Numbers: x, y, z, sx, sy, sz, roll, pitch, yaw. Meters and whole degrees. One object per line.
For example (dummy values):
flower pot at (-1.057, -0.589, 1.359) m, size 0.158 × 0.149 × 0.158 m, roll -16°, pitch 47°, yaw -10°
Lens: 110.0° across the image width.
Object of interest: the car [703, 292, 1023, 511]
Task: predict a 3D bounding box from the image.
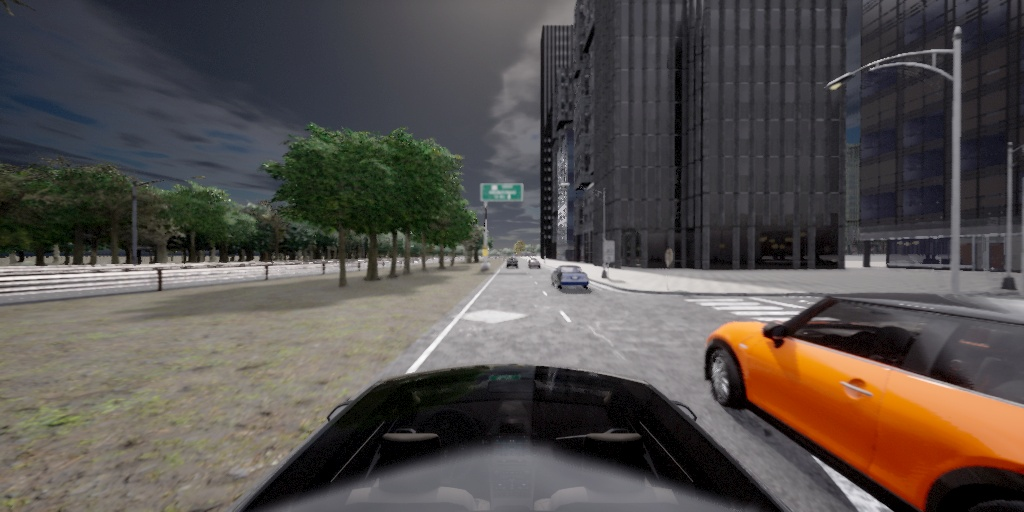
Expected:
car at (3.708, 1.103, 3.289) m, size 2.097 × 1.767 × 4.553 m, roll 0°, pitch 0°, yaw 3°

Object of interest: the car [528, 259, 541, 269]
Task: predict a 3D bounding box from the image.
car at (3.532, 1.227, 56.660) m, size 2.033 × 1.411 × 5.357 m, roll 0°, pitch 0°, yaw 0°

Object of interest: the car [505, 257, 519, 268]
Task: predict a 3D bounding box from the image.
car at (0.032, 1.182, 56.661) m, size 1.837 × 1.490 × 4.892 m, roll 0°, pitch 0°, yaw 0°

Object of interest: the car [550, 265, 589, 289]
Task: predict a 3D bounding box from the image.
car at (3.606, 1.286, 22.996) m, size 2.033 × 1.411 × 5.357 m, roll 0°, pitch 0°, yaw 0°
